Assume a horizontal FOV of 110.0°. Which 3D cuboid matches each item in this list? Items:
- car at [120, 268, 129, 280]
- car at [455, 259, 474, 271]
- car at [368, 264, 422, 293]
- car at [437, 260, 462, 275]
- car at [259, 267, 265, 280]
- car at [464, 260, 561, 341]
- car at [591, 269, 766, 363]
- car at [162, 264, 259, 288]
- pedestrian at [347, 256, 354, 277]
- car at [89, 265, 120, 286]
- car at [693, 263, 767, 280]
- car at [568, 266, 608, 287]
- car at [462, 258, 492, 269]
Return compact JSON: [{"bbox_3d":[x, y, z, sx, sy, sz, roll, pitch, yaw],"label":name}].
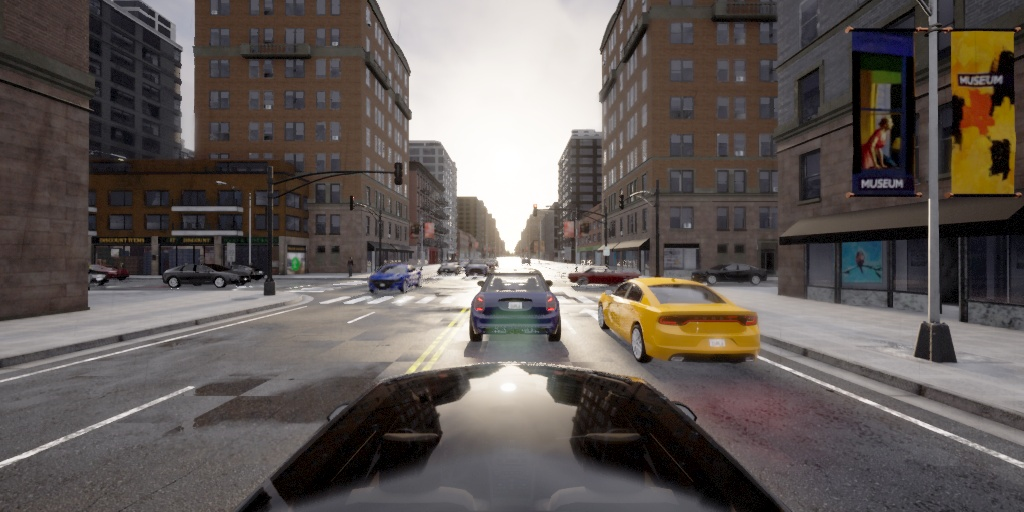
[{"bbox_3d":[-33.189,1.344,28.681,4.207,1.307,1.802,0,0,0],"label":"car"},{"bbox_3d":[-6.674,1.234,50.812,2.128,1.511,4.902,0,0,0],"label":"car"},{"bbox_3d":[-6.630,1.217,20.824,1.882,1.535,5.008,0,0,0],"label":"car"},{"bbox_3d":[-6.659,1.313,38.295,1.994,1.385,4.181,0,0,0],"label":"car"},{"bbox_3d":[-22.167,1.330,28.642,4.313,1.339,1.948,0,0,0],"label":"car"},{"bbox_3d":[0.077,1.102,9.977,2.097,1.767,4.553,0,0,0],"label":"car"},{"bbox_3d":[3.315,1.228,8.176,1.882,1.535,5.008,0,0,1],"label":"car"},{"bbox_3d":[-19.617,1.248,23.148,4.892,1.490,1.837,0,0,0],"label":"car"},{"bbox_3d":[-14.189,0.920,31.491,0.375,1.860,0.375,0,0,0],"label":"pedestrian"},{"bbox_3d":[-29.105,1.232,23.182,4.902,1.511,2.128,0,0,0],"label":"car"},{"bbox_3d":[15.844,1.267,26.327,5.008,1.535,1.882,0,0,1],"label":"car"},{"bbox_3d":[6.174,1.354,23.924,4.718,1.301,1.895,0,0,14],"label":"car"},{"bbox_3d":[-3.405,1.102,35.678,2.097,1.767,4.553,0,0,0],"label":"car"}]
